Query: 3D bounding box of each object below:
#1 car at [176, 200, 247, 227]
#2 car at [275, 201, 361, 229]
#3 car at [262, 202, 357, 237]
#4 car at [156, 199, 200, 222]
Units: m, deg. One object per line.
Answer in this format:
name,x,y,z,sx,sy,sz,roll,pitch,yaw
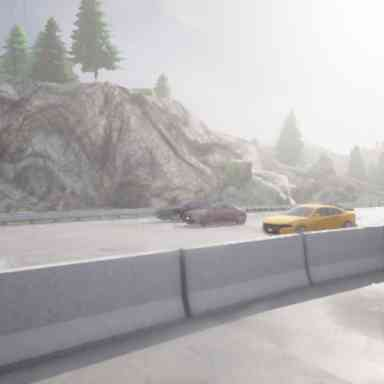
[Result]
car,1.475,1.398,21.257,4.181,1.385,1.994,-1,0,-30
car,7.974,1.341,20.888,5.357,1.411,2.033,-1,0,-28
car,5.516,1.327,15.517,5.008,1.535,1.882,-1,0,-30
car,-0.181,1.300,24.344,5.008,1.535,1.882,-1,0,-30
